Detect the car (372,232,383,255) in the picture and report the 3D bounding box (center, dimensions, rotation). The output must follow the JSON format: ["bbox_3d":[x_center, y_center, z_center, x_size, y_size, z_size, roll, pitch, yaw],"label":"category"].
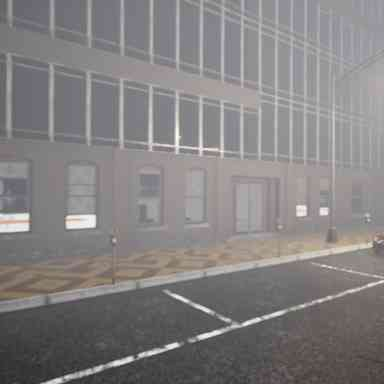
[{"bbox_3d":[8.580,1.697,12.680,4.206,1.307,1.802,1,0,-36],"label":"car"}]
